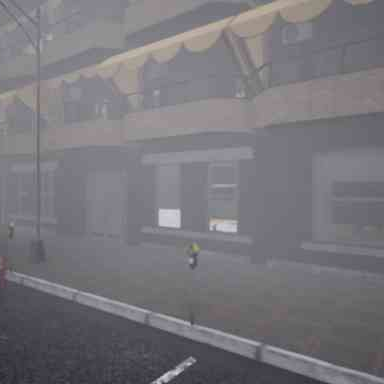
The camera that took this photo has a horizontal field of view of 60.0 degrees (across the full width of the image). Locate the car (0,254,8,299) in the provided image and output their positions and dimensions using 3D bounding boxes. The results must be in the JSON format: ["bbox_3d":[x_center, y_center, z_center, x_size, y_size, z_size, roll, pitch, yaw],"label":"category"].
[{"bbox_3d":[-5.669,1.385,6.913,4.097,1.590,1.967,0,0,35],"label":"car"}]
